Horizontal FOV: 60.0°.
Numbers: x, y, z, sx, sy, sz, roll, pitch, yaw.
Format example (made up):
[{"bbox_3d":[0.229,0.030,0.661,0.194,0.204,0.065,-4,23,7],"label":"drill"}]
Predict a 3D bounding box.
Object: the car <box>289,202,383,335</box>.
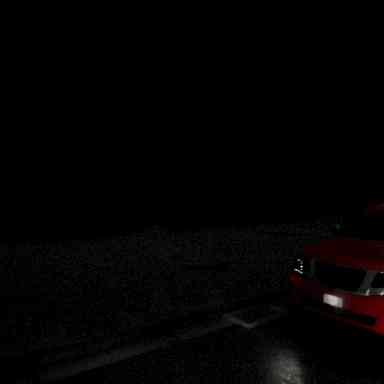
[{"bbox_3d":[4.301,1.221,6.436,5.566,2.045,2.150,0,0,-35],"label":"car"}]
